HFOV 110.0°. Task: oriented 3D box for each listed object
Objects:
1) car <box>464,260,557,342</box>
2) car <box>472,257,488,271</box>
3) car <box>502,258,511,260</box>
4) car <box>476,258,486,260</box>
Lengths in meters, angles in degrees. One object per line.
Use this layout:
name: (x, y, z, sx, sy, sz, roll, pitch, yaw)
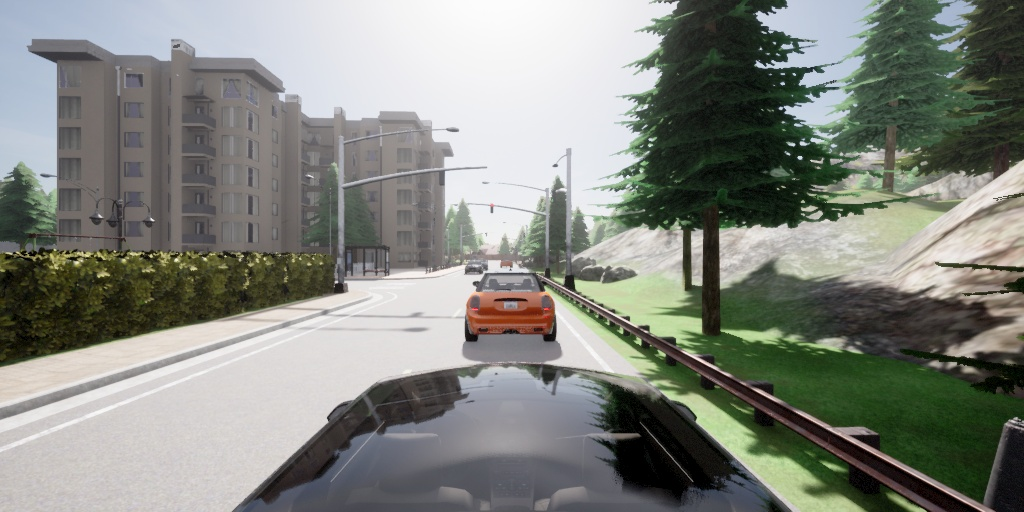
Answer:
car: (-0.052, 1.102, 9.975, 2.097, 1.767, 4.553, 0, 0, -1)
car: (-4.448, 1.102, 50.672, 2.097, 1.767, 4.553, 0, 0, -2)
car: (-0.926, 1.102, 61.232, 2.097, 1.767, 4.553, 0, 0, -1)
car: (-4.265, 1.255, 40.761, 1.837, 1.490, 4.892, 0, 0, -1)
